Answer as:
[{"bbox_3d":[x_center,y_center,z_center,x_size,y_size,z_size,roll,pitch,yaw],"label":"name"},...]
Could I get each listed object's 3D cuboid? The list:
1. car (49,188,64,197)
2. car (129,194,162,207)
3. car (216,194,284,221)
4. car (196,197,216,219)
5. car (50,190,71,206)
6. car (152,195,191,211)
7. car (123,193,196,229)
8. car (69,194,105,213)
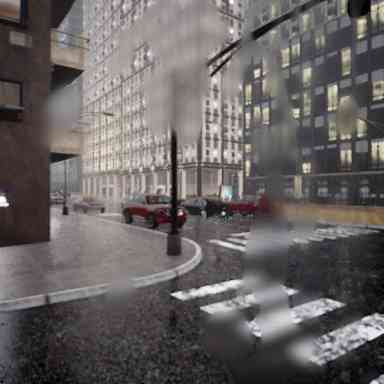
[{"bbox_3d":[-28.250,0.103,69.315,1.967,1.590,4.097,1,0,-36],"label":"car"},{"bbox_3d":[-5.392,0.970,37.930,1.947,1.339,4.313,1,0,-36],"label":"car"},{"bbox_3d":[4.413,1.031,24.478,2.192,1.841,5.009,1,0,-36],"label":"car"},{"bbox_3d":[0.764,1.166,25.057,1.837,1.490,4.892,0,1,-36],"label":"car"},{"bbox_3d":[-15.392,0.829,37.426,2.008,1.369,4.403,2,0,-36],"label":"car"},{"bbox_3d":[-2.125,1.074,33.446,1.947,1.339,4.313,1,0,-36],"label":"car"},{"bbox_3d":[-2.323,1.010,19.495,2.192,1.841,5.009,2,0,-36],"label":"car"},{"bbox_3d":[-8.862,1.069,28.461,1.802,1.307,4.206,2,0,-36],"label":"car"}]
